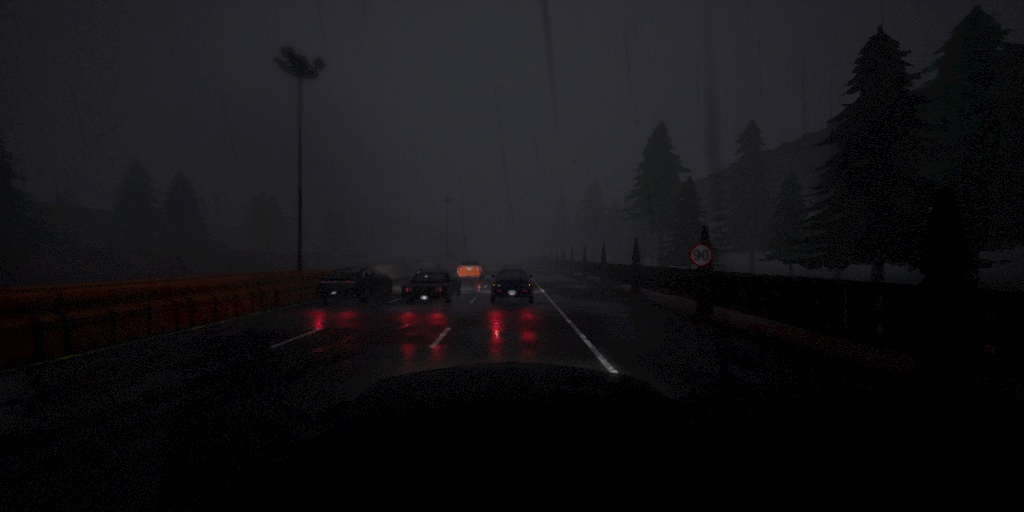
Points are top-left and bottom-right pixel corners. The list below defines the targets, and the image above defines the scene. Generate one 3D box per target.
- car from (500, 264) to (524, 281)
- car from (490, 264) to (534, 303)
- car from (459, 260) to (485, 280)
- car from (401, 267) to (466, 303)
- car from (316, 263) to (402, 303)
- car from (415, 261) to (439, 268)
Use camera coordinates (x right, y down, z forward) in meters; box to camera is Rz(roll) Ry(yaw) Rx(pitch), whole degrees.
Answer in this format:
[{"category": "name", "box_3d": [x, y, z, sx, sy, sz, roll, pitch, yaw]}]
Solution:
[{"category": "car", "box_3d": [0.000, 1.366, 31.530, 1.895, 1.301, 4.718, 0, 0, 0]}, {"category": "car", "box_3d": [0.000, 1.283, 16.500, 1.812, 1.442, 4.674, 0, 0, 0]}, {"category": "car", "box_3d": [-3.500, 1.116, 31.470, 2.097, 1.767, 4.553, 0, 0, 0]}, {"category": "car", "box_3d": [-3.500, 1.366, 16.530, 1.895, 1.301, 4.718, 0, 0, 0]}, {"category": "car", "box_3d": [-7.000, 1.245, 16.500, 2.128, 1.511, 4.902, 0, 0, 0]}, {"category": "car", "box_3d": [-7.000, 1.366, 31.530, 1.895, 1.301, 4.718, 0, 0, 0]}]
